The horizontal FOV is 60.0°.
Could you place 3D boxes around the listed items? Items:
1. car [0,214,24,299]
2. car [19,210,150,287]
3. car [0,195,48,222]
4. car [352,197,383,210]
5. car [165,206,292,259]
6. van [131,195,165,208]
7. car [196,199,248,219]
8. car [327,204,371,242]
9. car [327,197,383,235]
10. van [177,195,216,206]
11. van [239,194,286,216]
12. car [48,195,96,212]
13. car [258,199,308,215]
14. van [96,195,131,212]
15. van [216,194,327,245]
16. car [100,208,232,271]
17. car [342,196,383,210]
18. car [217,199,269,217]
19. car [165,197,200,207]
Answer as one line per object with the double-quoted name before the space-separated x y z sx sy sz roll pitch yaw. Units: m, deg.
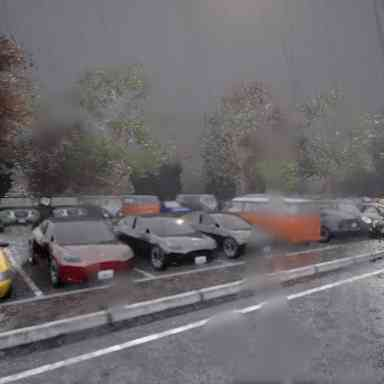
"car" -5.571 1.499 7.984 1.946 1.575 5.366 0 0 -35
"car" -3.399 1.521 9.720 2.163 1.488 4.792 0 0 -35
"car" -10.906 1.238 20.433 2.435 2.045 5.566 0 0 -35
"car" 25.094 1.554 46.059 2.097 1.535 5.008 0 0 -35
"car" 1.126 1.500 12.938 2.163 1.488 4.792 0 0 -35
"van" -4.217 1.233 25.366 1.878 1.987 4.442 0 0 -35
"car" 2.605 1.466 30.110 2.163 1.488 4.792 0 0 -35
"car" 5.617 1.480 16.203 2.163 1.488 4.792 0 0 -35
"car" 7.876 1.317 17.811 2.185 1.767 4.553 0 0 -35
"van" 0.441 1.215 28.403 1.878 1.987 4.442 0 0 -36
"van" 6.964 1.220 33.317 1.878 1.987 4.442 0 0 -35
"car" -8.648 1.228 22.038 2.435 2.045 5.566 0 0 -35
"car" 9.406 1.488 34.875 2.163 1.488 4.792 0 0 -35
"van" -6.340 1.243 23.571 1.878 1.987 4.442 0 0 -35
"van" 3.303 1.235 14.665 1.878 1.987 4.442 0 0 -35
"car" -1.137 1.511 11.329 2.163 1.488 4.792 0 0 -35
"car" 22.814 1.415 44.483 2.185 1.767 4.553 0 0 -35
"car" 4.756 1.468 31.639 2.163 1.488 4.792 0 0 -35
"car" -1.895 1.448 26.881 2.097 1.535 5.008 0 0 -35
